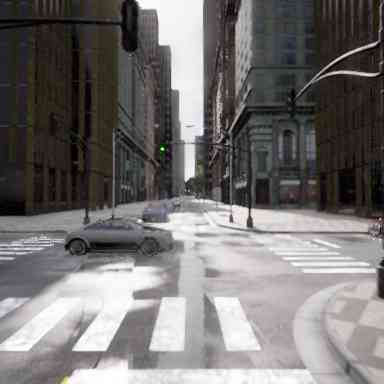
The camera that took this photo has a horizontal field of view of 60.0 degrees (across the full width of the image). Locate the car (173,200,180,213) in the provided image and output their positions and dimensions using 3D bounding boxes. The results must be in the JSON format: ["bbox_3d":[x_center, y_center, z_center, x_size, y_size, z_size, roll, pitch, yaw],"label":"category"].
[{"bbox_3d":[-3.178,2.024,45.211,2.128,1.511,4.902,0,-1,0],"label":"car"}]

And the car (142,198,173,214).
[{"bbox_3d":[-3.173,1.705,29.778,2.097,1.767,4.553,0,-1,0],"label":"car"}]

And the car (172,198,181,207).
[{"bbox_3d":[-3.126,2.321,65.200,2.033,1.411,5.357,0,-1,0],"label":"car"}]

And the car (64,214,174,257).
[{"bbox_3d":[-2.799,1.726,13.146,4.181,1.385,1.994,0,-1,0],"label":"car"}]

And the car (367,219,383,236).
[{"bbox_3d":[12.298,1.778,19.003,4.097,1.590,1.967,0,-2,0],"label":"car"}]
